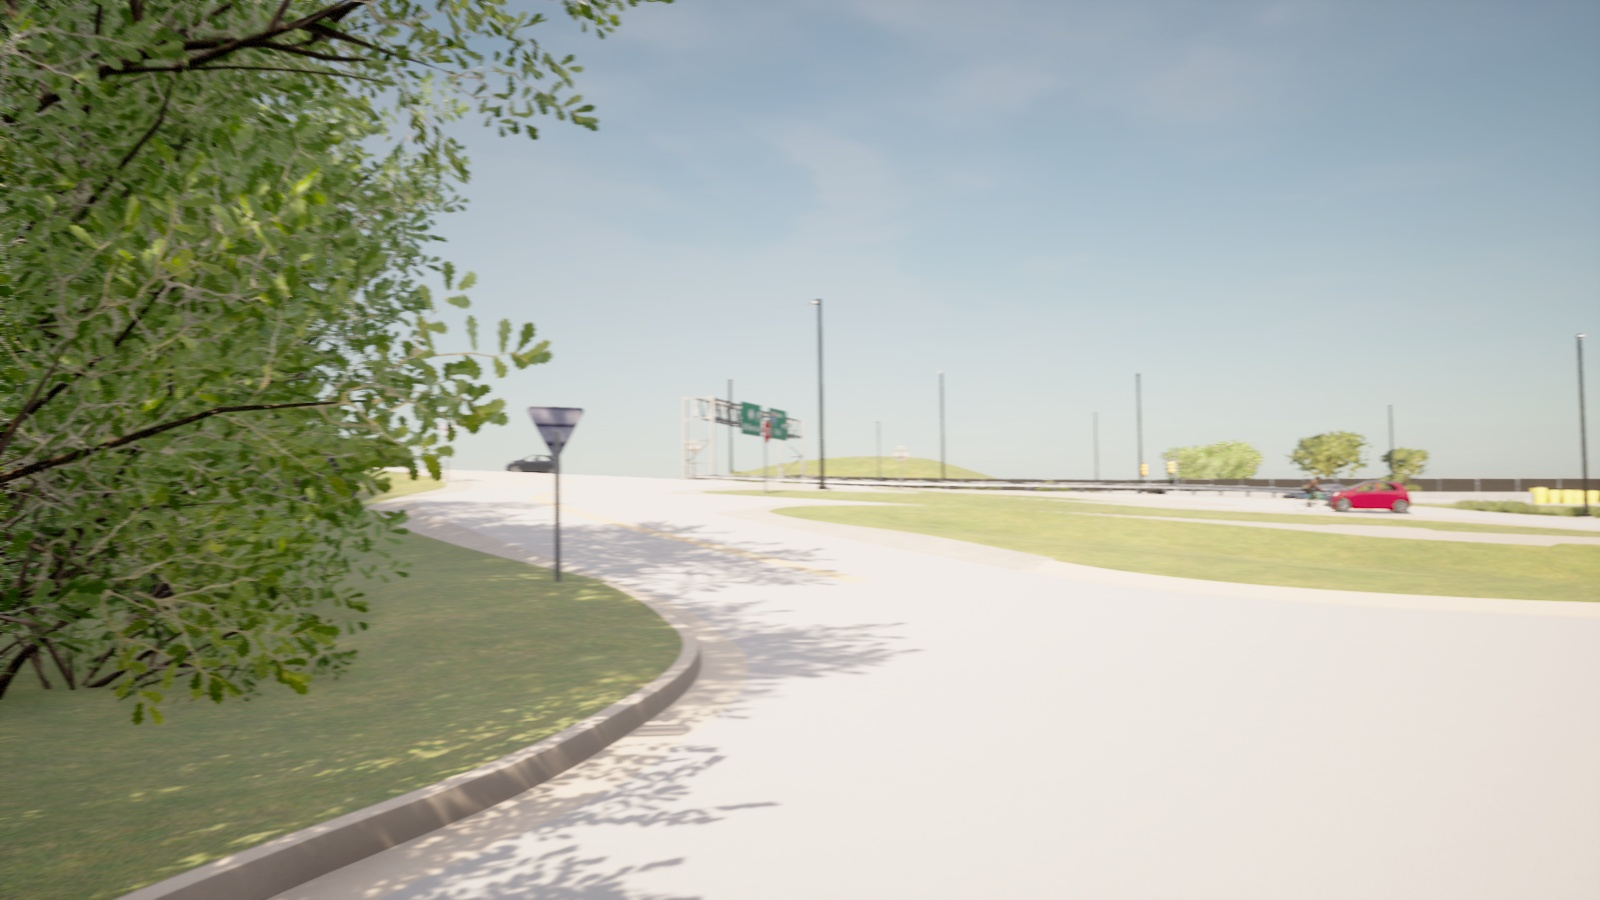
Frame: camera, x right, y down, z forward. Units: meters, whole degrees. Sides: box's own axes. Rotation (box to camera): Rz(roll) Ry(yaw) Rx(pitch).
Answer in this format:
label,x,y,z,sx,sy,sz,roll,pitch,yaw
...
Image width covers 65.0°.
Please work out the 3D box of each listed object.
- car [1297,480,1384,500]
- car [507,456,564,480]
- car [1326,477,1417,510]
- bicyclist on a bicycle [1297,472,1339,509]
label,x,y,z,sx,sy,sz,roll,pitch,yaw
car,37.463,2.797,87.154,5.357,1.411,2.033,-1,-2,17
car,-18.047,1.238,85.643,3.633,1.501,1.845,2,-3,-18
car,26.944,2.046,59.327,3.633,1.501,1.845,0,-1,14
bicyclist on a bicycle,23.359,1.835,56.695,1.656,1.620,0.582,2,-2,16
